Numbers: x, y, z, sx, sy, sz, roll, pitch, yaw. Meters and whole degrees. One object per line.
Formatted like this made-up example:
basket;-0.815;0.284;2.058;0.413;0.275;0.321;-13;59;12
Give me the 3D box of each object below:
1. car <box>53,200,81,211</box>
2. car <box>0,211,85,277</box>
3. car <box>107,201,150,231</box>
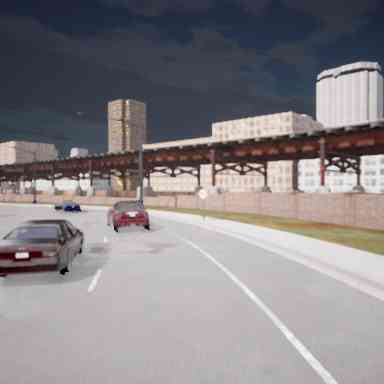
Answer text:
car;-14.569;1.622;38.705;1.994;1.385;4.181;-1;0;-39
car;-4.574;1.563;10.420;2.033;1.411;5.357;-1;0;-12
car;-4.089;1.333;20.798;2.097;1.767;4.553;-1;0;-20
